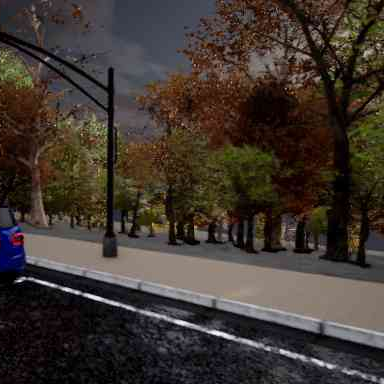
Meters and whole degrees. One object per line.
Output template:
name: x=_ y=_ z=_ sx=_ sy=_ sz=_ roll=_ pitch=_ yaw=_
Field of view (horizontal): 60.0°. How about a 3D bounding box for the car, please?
car: x=-6.327 y=1.194 z=8.188 sx=5.566 sy=2.045 sz=2.150 roll=0 pitch=0 yaw=35
